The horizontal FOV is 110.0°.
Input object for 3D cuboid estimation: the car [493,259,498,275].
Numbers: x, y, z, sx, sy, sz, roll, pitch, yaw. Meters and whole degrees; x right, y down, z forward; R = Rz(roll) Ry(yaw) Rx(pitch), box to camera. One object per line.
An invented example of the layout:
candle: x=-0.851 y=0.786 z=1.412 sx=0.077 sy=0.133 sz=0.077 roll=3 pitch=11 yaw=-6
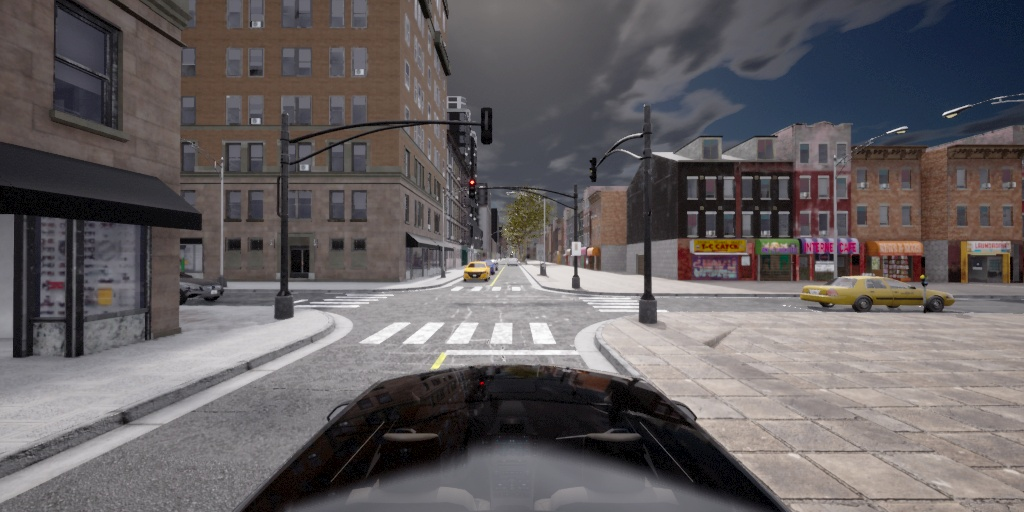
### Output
car: x=-2.860 y=1.209 z=39.205 sx=1.882 sy=1.535 sz=5.008 roll=0 pitch=0 yaw=0

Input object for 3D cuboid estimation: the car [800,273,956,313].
car: x=13.881 y=1.346 z=13.711 sx=4.829 sy=1.417 sz=1.751 roll=0 pitch=0 yaw=0

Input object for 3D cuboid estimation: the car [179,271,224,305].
car: x=-14.412 y=1.195 z=14.537 sx=4.674 sy=1.442 sz=1.812 roll=0 pitch=0 yaw=0

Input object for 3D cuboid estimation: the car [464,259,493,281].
car: x=-2.849 y=1.214 z=29.800 sx=1.882 sy=1.535 sz=5.008 roll=0 pitch=0 yaw=0
